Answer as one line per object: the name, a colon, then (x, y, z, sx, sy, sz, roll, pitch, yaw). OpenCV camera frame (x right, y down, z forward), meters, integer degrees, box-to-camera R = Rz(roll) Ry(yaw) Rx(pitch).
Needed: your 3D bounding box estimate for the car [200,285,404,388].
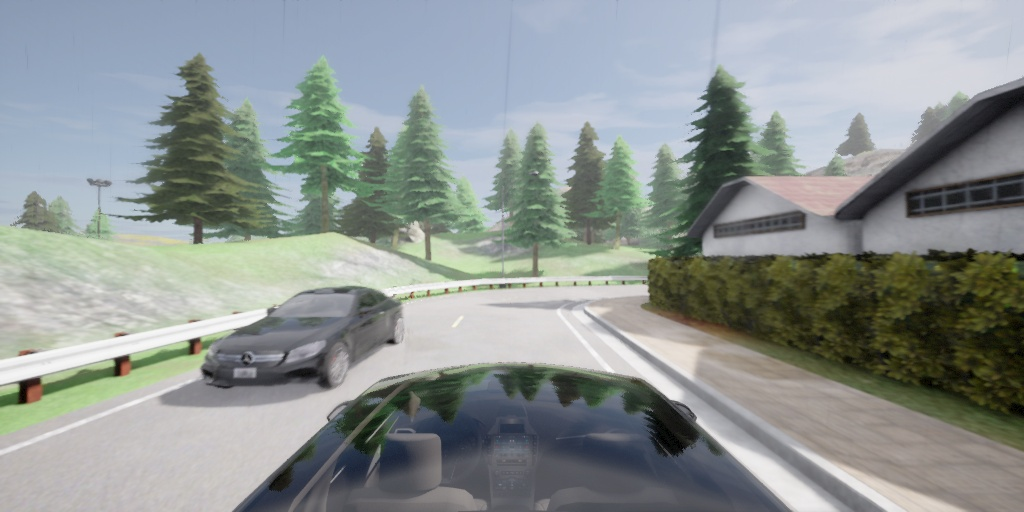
car: (-3.569, 1.348, 7.169, 1.812, 1.442, 4.674, 0, -1, 1)
